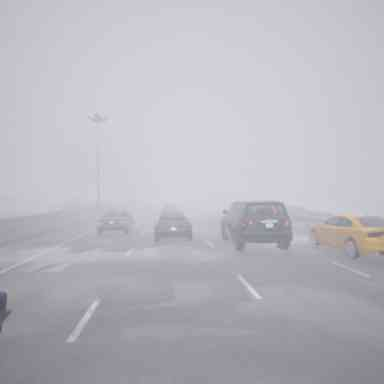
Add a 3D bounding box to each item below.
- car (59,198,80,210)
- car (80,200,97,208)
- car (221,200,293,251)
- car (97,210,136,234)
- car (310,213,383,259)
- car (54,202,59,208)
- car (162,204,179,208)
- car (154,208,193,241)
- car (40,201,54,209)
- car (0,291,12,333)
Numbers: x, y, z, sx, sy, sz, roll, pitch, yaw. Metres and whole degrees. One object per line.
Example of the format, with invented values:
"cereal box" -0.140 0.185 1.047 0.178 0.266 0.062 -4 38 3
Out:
"car" -21.873 2.141 61.080 2.150 2.045 5.566 0 -1 -4
"car" -18.353 2.431 60.974 2.033 1.411 5.357 0 -1 -4
"car" 2.712 1.373 15.071 2.150 2.045 5.566 0 -1 -4
"car" -4.760 1.843 21.395 2.033 1.411 5.357 0 -1 -4
"car" 6.340 1.571 13.032 1.882 1.535 5.008 0 -1 -4
"car" -25.864 2.551 67.743 1.812 1.442 4.674 0 -1 -4
"car" -2.355 2.010 36.230 1.994 1.385 4.181 0 -1 -4
"car" -1.036 1.788 18.276 1.994 1.385 4.181 0 -1 -4
"car" -29.380 2.531 67.826 1.882 1.535 5.008 0 -1 -4
"car" -3.591 1.670 2.883 1.895 1.301 4.718 -1 -1 -2
